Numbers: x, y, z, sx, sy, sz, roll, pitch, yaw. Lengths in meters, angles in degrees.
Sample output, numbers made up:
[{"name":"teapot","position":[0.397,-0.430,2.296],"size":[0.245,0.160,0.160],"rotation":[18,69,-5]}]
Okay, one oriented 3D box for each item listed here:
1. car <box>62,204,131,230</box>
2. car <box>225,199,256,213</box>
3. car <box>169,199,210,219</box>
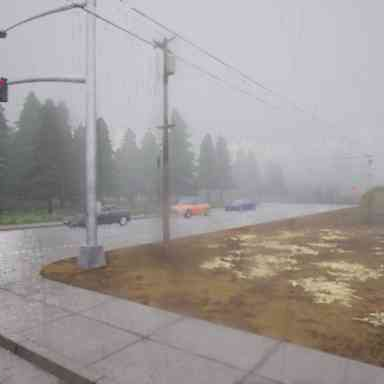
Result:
[{"name":"car","position":[-6.269,1.604,22.342],"size":[1.837,1.490,4.892],"rotation":[0,0,37]},{"name":"car","position":[5.660,1.543,38.405],"size":[1.882,1.535,5.008],"rotation":[0,0,37]},{"name":"car","position":[-0.273,1.434,30.428],"size":[2.097,1.767,4.553],"rotation":[0,0,37]}]
